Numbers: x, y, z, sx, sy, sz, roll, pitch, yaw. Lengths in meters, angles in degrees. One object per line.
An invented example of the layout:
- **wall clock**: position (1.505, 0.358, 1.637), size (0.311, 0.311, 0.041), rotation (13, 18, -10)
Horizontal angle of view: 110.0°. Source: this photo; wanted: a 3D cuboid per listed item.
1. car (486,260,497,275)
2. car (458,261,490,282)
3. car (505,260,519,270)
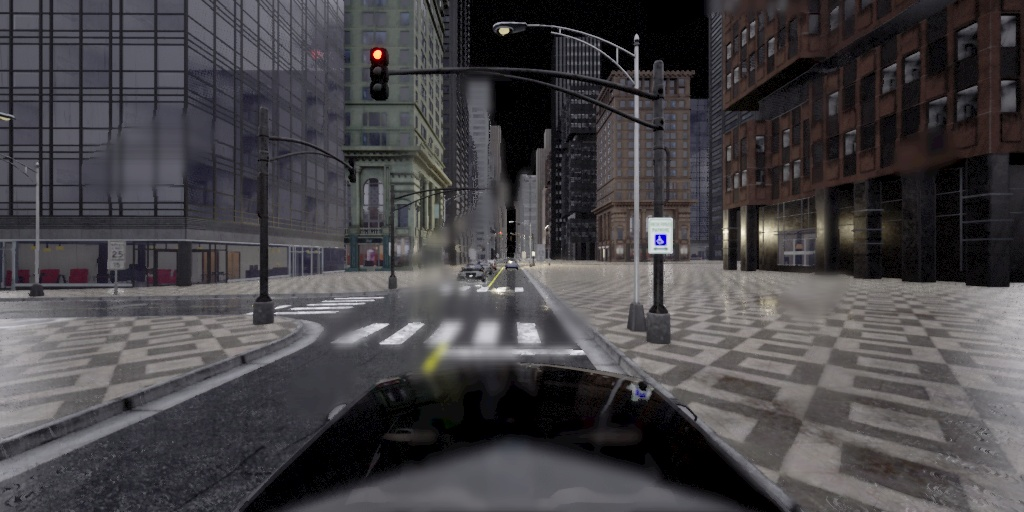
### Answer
- **car**: position (-3.106, 1.258, 39.239), size (2.128, 1.511, 4.902), rotation (0, 0, 0)
- **car**: position (-3.112, 1.323, 28.997), size (1.994, 1.385, 4.181), rotation (0, 0, 0)
- **car**: position (-0.017, 1.344, 53.409), size (1.994, 1.385, 4.181), rotation (0, 0, 0)
